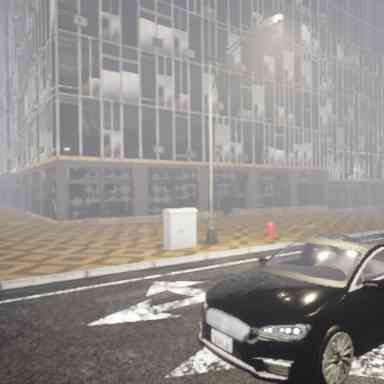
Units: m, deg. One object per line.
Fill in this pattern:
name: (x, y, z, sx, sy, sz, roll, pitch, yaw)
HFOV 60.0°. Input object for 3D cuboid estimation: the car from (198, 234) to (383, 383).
car: (2.346, 1.490, 5.347, 4.902, 1.511, 2.128, 0, 0, -35)
